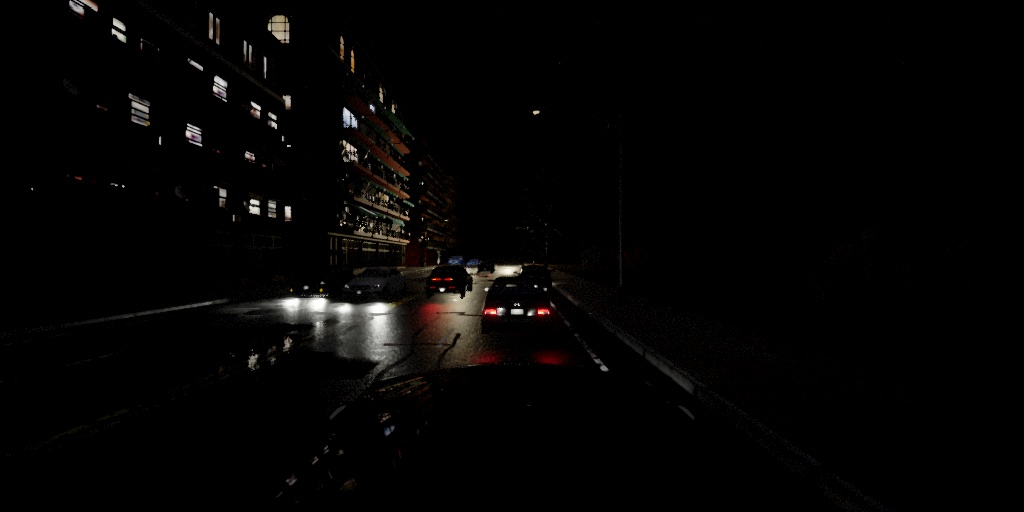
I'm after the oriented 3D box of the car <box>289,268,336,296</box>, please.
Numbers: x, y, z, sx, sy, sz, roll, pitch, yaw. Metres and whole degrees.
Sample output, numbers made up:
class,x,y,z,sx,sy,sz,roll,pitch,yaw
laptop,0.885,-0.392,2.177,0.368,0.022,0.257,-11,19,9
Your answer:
class,x,y,z,sx,sy,sz,roll,pitch,yaw
car,-9.818,1.316,19.082,1.994,1.385,4.181,0,0,0

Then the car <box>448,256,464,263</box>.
class,x,y,z,sx,sy,sz,roll,pitch,yaw
car,-9.700,0.972,62.377,2.150,2.045,5.566,0,0,1

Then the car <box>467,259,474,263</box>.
class,x,y,z,sx,sy,sz,roll,pitch,yaw
car,-6.463,1.227,60.831,1.882,1.535,5.008,0,0,0

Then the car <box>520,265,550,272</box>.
class,x,y,z,sx,sy,sz,roll,pitch,yaw
car,1.171,1.257,20.257,1.837,1.490,4.892,0,0,0

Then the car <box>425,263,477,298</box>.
class,x,y,z,sx,sy,sz,roll,pitch,yaw
car,-3.120,1.255,18.465,1.837,1.490,4.892,0,0,0

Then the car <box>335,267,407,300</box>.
class,x,y,z,sx,sy,sz,roll,pitch,yaw
car,-6.570,1.277,17.726,1.812,1.442,4.674,0,0,0

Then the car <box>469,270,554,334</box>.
class,x,y,z,sx,sy,sz,roll,pitch,yaw
car,0.117,1.299,10.568,2.033,1.411,5.357,0,0,0

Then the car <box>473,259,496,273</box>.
class,x,y,z,sx,sy,sz,roll,pitch,yaw
car,-3.071,1.241,43.406,2.128,1.511,4.902,0,0,0
